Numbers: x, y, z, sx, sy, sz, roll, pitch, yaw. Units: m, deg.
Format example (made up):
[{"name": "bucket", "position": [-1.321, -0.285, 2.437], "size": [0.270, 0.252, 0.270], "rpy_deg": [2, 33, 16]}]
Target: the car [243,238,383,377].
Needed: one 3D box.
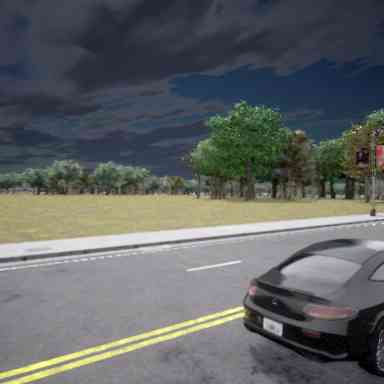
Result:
[{"name": "car", "position": [2.883, 1.510, 5.494], "size": [4.674, 1.442, 1.812], "rpy_deg": [0, 0, -35]}]
